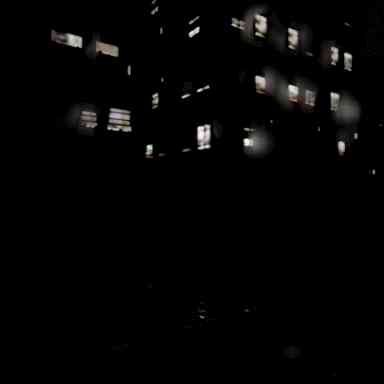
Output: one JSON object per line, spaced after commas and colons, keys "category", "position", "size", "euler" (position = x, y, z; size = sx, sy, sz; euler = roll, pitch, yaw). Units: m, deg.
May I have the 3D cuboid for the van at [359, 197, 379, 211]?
{"category": "van", "position": [21.975, 1.474, 43.159], "size": [1.690, 1.788, 3.998], "euler": [-1, 0, -36]}
